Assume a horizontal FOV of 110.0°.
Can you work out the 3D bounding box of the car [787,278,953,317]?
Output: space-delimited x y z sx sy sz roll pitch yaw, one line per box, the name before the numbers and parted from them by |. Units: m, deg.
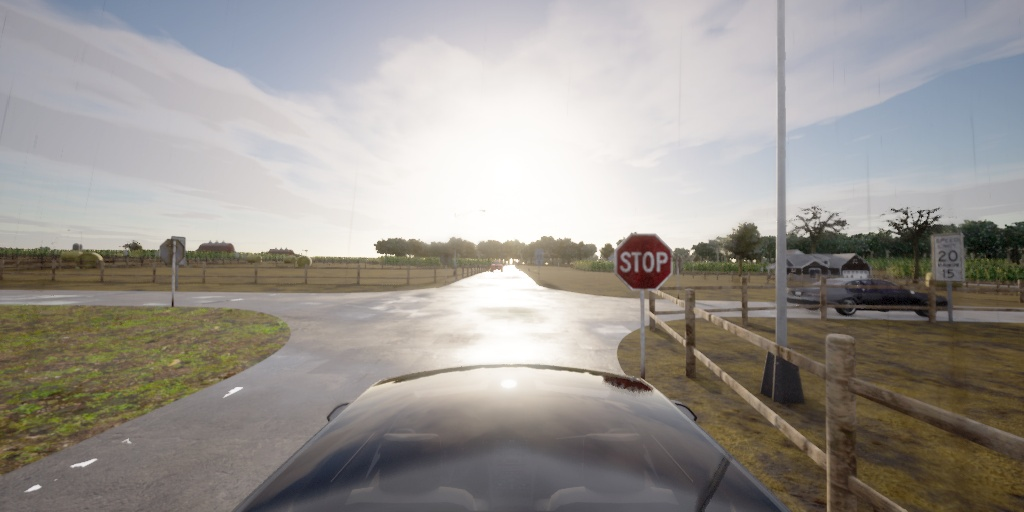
car | 13.932 1.591 14.295 5.357 1.411 2.033 1 -2 0
